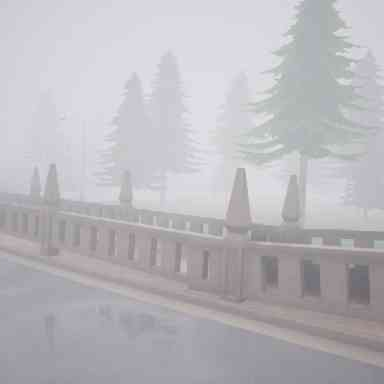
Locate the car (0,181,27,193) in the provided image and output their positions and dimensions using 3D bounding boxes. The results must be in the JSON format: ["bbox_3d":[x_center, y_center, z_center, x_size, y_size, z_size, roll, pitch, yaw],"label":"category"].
[{"bbox_3d":[-21.267,-0.476,37.418,1.882,1.535,5.008,4,3,37],"label":"car"}]
